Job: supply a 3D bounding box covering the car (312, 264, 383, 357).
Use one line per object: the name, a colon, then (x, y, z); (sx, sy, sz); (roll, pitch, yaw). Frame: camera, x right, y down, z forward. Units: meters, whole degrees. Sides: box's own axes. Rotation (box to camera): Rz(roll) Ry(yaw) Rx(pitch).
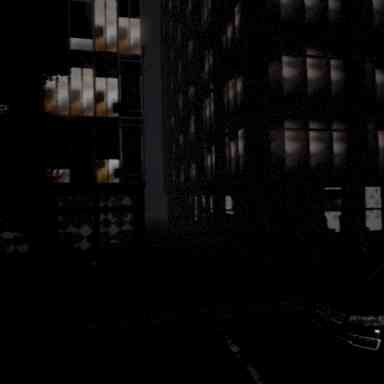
car: (4.162, 1.674, 5.462); (4.403, 1.369, 2.008); (0, -2, -12)
